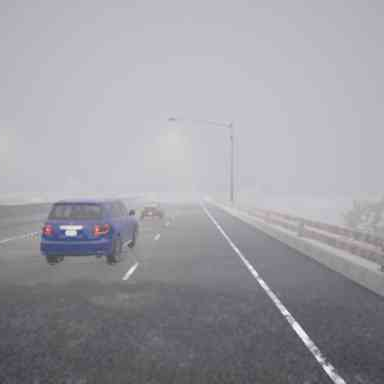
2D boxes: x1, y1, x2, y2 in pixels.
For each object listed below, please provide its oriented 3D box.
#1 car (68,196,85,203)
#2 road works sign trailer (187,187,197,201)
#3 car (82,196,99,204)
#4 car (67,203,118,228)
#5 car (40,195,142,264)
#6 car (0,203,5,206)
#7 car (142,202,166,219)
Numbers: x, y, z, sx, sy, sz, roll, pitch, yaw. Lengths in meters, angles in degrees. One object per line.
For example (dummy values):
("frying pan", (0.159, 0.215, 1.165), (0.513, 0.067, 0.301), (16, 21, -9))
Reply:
("car", (-24.490, 1.567, 70.506), (1.882, 1.535, 5.008), (0, 0, 0))
("road works sign trailer", (0.011, 0.591, 83.785), (2.380, 3.560, 2.880), (0, 0, 0))
("car", (-20.991, 1.590, 69.054), (1.882, 1.535, 5.008), (0, 0, 0))
("car", (-6.901, 1.596, 23.734), (2.033, 1.411, 5.357), (0, 0, 0))
("car", (-3.400, 1.248, 12.048), (2.150, 2.045, 5.566), (0, 0, 0))
("car", (-17.595, 1.605, 28.740), (2.033, 1.411, 5.357), (0, 0, 0))
("car", (-3.397, 1.585, 29.456), (1.812, 1.442, 4.674), (0, 0, 0))
